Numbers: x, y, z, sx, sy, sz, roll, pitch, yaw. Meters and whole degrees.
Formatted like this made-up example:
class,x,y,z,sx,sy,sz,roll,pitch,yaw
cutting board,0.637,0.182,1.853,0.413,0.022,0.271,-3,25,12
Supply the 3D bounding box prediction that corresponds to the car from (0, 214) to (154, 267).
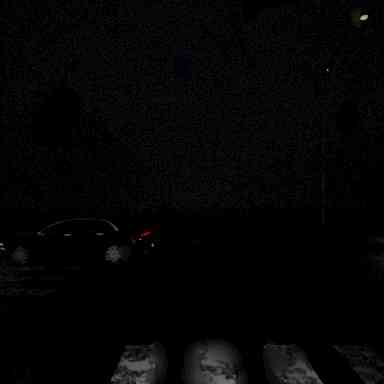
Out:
class,x,y,z,sx,sy,sz,roll,pitch,yaw
car,-3.721,1.520,10.975,4.892,1.490,1.837,-1,0,1
